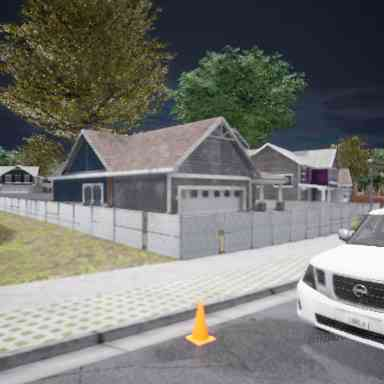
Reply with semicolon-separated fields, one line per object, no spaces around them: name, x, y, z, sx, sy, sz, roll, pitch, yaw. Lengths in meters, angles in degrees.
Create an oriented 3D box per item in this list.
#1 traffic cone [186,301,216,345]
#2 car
traffic cone;0.136;1.982;5.149;0.340;0.580;0.340;1;0;-37
car;4.190;1.273;5.938;5.566;2.045;2.150;0;0;-40
